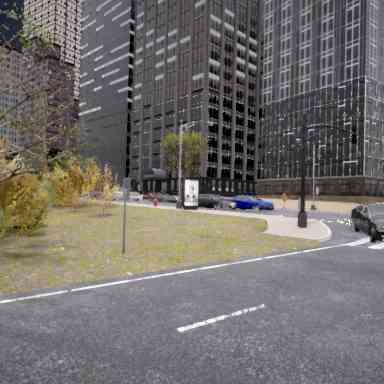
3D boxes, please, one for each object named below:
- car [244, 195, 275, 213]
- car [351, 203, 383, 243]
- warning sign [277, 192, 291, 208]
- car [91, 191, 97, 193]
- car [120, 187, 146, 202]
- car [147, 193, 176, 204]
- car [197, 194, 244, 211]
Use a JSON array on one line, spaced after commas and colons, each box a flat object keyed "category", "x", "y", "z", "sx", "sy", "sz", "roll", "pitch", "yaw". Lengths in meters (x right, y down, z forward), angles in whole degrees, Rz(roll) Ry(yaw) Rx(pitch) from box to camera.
[{"category": "car", "x": 5.440, "y": 1.061, "z": 31.351, "sx": 1.882, "sy": 1.535, "sz": 5.008, "roll": 3, "pitch": -1, "yaw": -39}, {"category": "car", "x": 8.854, "y": 1.314, "z": 15.431, "sx": 2.128, "sy": 1.511, "sz": 4.902, "roll": -3, "pitch": 3, "yaw": 12}, {"category": "warning sign", "x": 10.961, "y": 0.989, "z": 39.546, "sx": 1.300, "sy": 1.860, "sz": 1.060, "roll": 2, "pitch": -1, "yaw": -40}, {"category": "car", "x": -19.158, "y": 0.439, "z": 64.671, "sx": 2.128, "sy": 1.511, "sz": 4.902, "roll": 3, "pitch": -1, "yaw": -43}, {"category": "car", "x": -9.726, "y": 0.380, "z": 49.246, "sx": 2.150, "sy": 2.045, "sz": 5.566, "roll": 3, "pitch": -1, "yaw": -41}, {"category": "car", "x": -4.168, "y": 0.926, "z": 48.052, "sx": 1.994, "sy": 1.385, "sz": 4.181, "roll": 3, "pitch": -1, "yaw": -41}, {"category": "car", "x": 1.975, "y": 0.930, "z": 30.453, "sx": 2.128, "sy": 1.511, "sz": 4.902, "roll": 3, "pitch": -1, "yaw": -40}]
